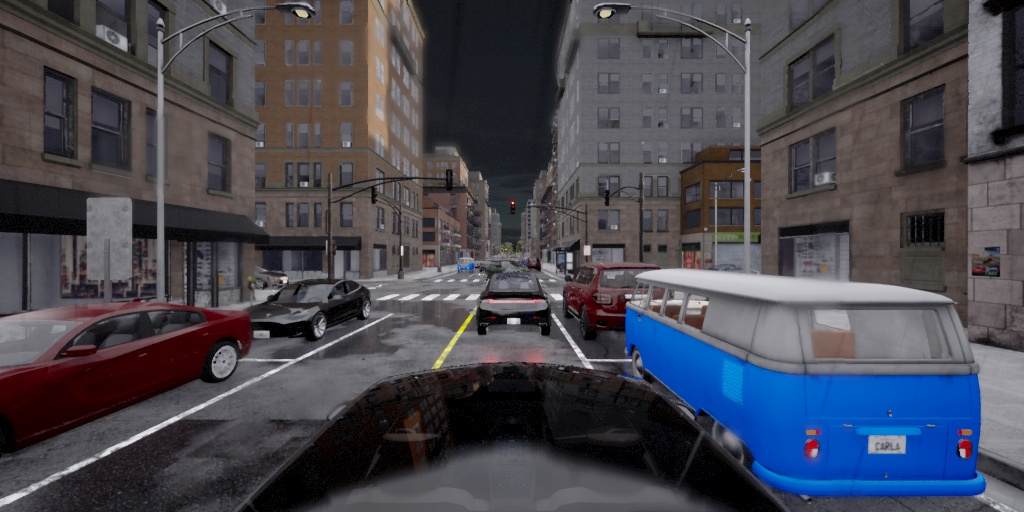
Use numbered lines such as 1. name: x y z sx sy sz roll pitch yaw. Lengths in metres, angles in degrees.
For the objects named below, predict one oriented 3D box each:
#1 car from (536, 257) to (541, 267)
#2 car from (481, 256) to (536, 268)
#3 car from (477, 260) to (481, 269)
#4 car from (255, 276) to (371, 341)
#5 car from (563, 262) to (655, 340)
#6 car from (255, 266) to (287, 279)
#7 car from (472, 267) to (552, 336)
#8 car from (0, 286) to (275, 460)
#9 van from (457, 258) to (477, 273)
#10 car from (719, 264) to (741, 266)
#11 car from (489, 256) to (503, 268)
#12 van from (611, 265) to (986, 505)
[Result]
1. car: 2.744 1.060 47.257 2.192 1.841 5.009 0 0 0
2. car: -0.391 1.095 27.037 2.097 1.767 4.553 0 0 -25
3. car: -2.815 1.249 42.650 1.837 1.490 4.892 0 1 0
4. car: -5.377 1.316 9.892 1.948 1.339 4.313 0 0 0
5. car: 2.648 1.065 9.886 2.192 1.841 5.009 0 0 0
6. car: -16.226 1.305 21.770 4.902 1.511 2.128 0 0 0
7. car: 0.057 1.241 10.428 2.128 1.511 4.902 0 0 0
8. car: -5.381 1.295 4.381 1.888 1.381 4.507 0 0 0
9. van: -5.373 1.087 41.856 1.690 1.789 3.998 0 0 0
10. car: 14.676 1.242 24.749 4.181 1.385 1.994 0 0 0
11. car: -2.763 0.966 63.809 2.150 2.045 5.566 0 0 0
12. van: 2.644 1.091 4.374 1.690 1.789 3.998 0 0 0
